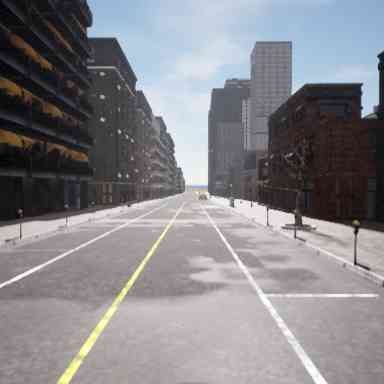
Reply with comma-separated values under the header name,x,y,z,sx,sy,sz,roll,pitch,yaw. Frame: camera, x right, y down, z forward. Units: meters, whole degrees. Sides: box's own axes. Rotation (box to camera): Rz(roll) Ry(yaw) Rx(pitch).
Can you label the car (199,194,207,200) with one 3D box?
name,x,y,z,sx,sy,sz,roll,pitch,yaw
car,3.000,1.299,90.603,2.097,1.767,4.553,0,0,0
